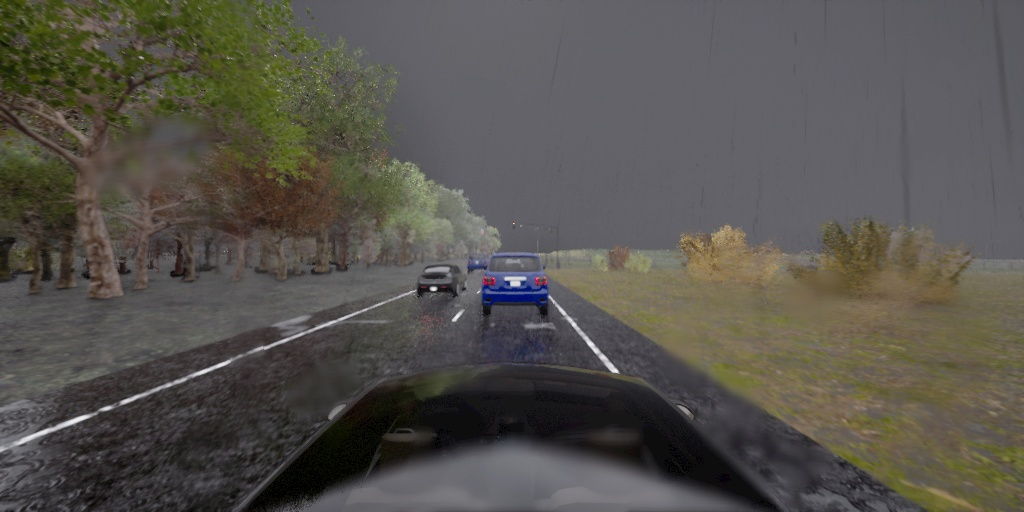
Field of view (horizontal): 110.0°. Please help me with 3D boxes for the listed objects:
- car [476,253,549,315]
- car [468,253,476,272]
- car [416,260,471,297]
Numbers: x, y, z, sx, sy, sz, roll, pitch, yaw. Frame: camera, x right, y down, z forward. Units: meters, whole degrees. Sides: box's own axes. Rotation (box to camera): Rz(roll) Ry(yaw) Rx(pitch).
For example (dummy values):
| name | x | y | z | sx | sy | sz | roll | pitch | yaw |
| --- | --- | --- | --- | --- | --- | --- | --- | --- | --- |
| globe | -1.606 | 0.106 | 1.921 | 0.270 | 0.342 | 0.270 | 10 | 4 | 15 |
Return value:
| name | x | y | z | sx | sy | sz | roll | pitch | yaw |
| --- | --- | --- | --- | --- | --- | --- | --- | --- | --- |
| car | 0.099 | 0.898 | 13.325 | 2.150 | 2.045 | 5.566 | 0 | 0 | 0 |
| car | -3.402 | 0.740 | 37.427 | 2.150 | 2.045 | 5.566 | 0 | 0 | 0 |
| car | -3.401 | 1.152 | 17.962 | 1.837 | 1.490 | 4.892 | 0 | 1 | 0 |
